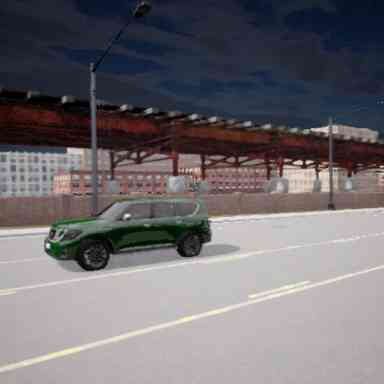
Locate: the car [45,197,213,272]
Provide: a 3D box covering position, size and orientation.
[{"bbox_3d":[-1.860,1.206,11.154,5.566,2.045,2.150,0,0,-35],"label":"car"}]
